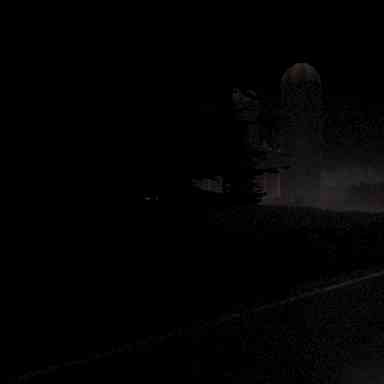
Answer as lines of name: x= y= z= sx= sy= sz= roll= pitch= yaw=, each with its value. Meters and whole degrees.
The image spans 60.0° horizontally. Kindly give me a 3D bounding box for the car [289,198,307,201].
car: x=16.749 y=1.340 z=53.389 sx=3.988 sy=1.617 sz=1.851 roll=0 pitch=0 yaw=-36
